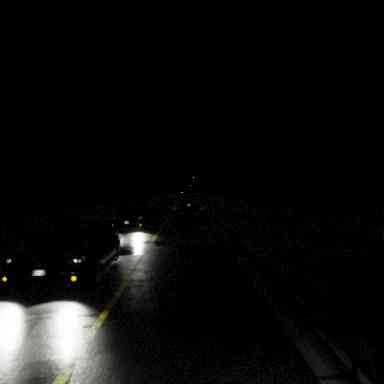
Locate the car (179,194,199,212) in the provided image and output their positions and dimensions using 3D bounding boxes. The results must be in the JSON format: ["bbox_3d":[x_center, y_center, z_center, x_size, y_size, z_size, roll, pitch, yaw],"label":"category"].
[{"bbox_3d":[-0.317,1.157,32.927,1.994,1.385,4.181,0,1,-1],"label":"car"}]

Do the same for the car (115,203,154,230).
[{"bbox_3d":[-3.317,1.342,18.898,1.994,1.385,4.181,0,1,0],"label":"car"}]

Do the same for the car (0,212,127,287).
[{"bbox_3d":[-3.202,1.466,8.884,1.994,1.385,4.181,0,1,-1],"label":"car"}]

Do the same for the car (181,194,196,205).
[{"bbox_3d":[-0.514,0.989,47.450,1.994,1.385,4.181,0,1,-1],"label":"car"}]
